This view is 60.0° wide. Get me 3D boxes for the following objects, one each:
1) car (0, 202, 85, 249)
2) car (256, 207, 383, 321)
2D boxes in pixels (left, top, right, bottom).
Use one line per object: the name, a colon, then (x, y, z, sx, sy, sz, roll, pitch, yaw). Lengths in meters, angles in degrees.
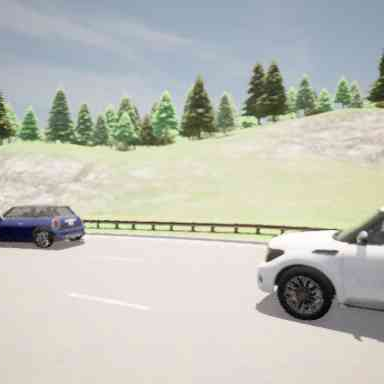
car: (-6.968, 1.307, 14.222, 4.553, 1.767, 2.097, 0, 0, 18)
car: (3.904, 1.149, 5.513, 5.566, 2.045, 2.150, -1, 0, 34)
